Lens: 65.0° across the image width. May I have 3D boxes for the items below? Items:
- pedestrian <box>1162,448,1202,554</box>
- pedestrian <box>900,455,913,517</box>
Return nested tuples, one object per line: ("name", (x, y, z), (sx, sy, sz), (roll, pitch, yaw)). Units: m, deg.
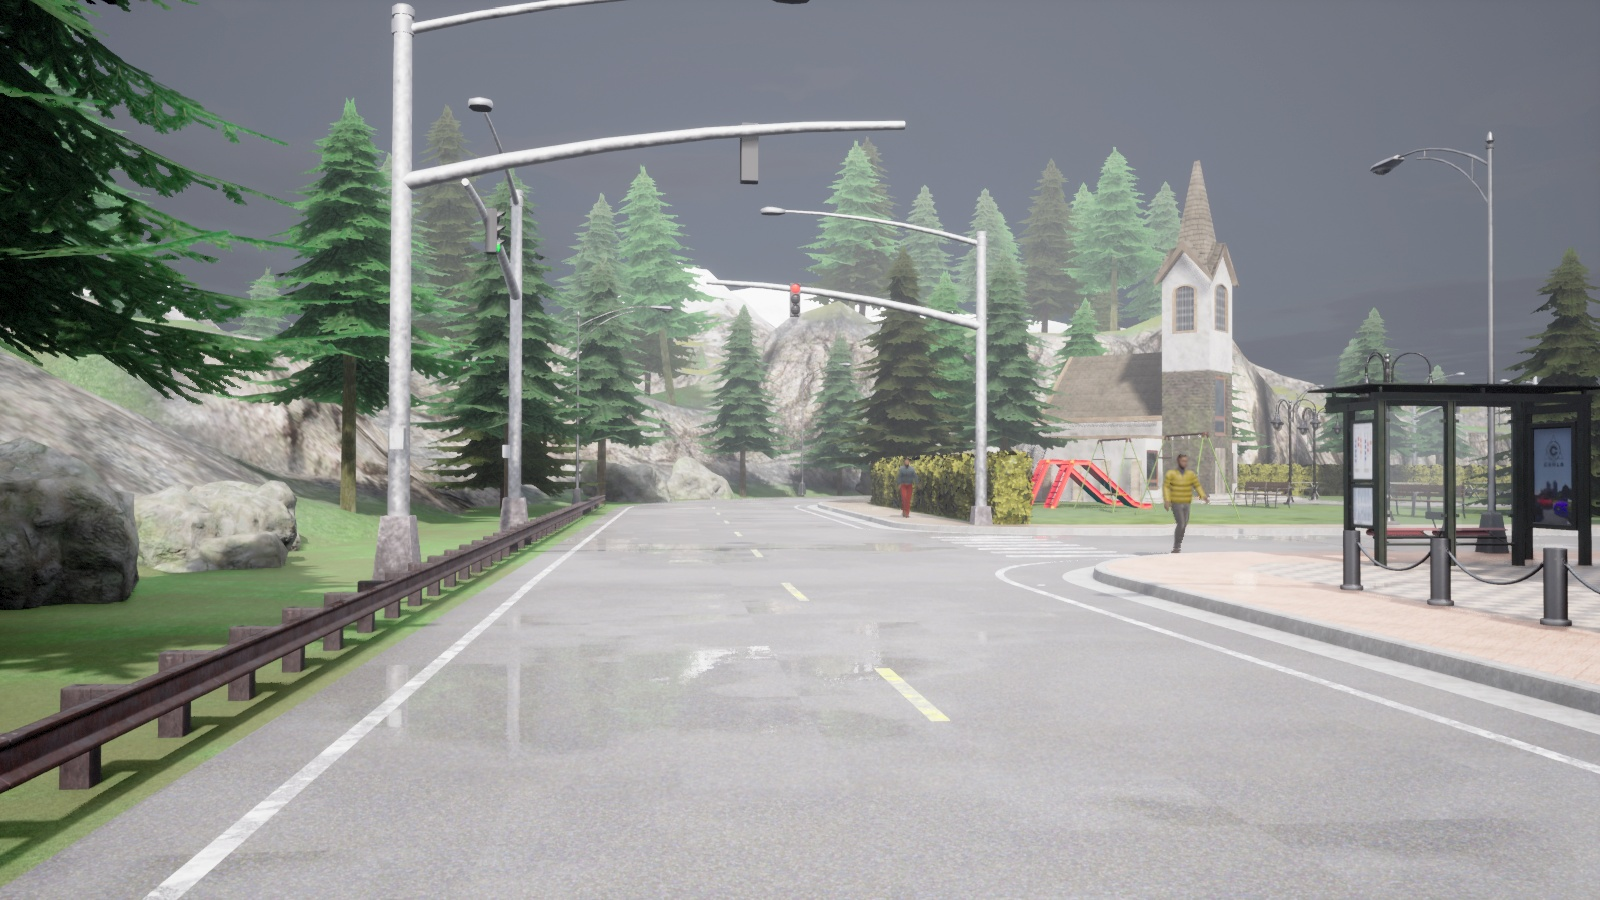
("pedestrian", (6.741, 0.896, 22.183), (0.431, 1.840, 0.709), (0, -1, -5))
("pedestrian", (3.200, 1.084, 37.620), (0.353, 1.847, 0.614), (0, -1, 7))
